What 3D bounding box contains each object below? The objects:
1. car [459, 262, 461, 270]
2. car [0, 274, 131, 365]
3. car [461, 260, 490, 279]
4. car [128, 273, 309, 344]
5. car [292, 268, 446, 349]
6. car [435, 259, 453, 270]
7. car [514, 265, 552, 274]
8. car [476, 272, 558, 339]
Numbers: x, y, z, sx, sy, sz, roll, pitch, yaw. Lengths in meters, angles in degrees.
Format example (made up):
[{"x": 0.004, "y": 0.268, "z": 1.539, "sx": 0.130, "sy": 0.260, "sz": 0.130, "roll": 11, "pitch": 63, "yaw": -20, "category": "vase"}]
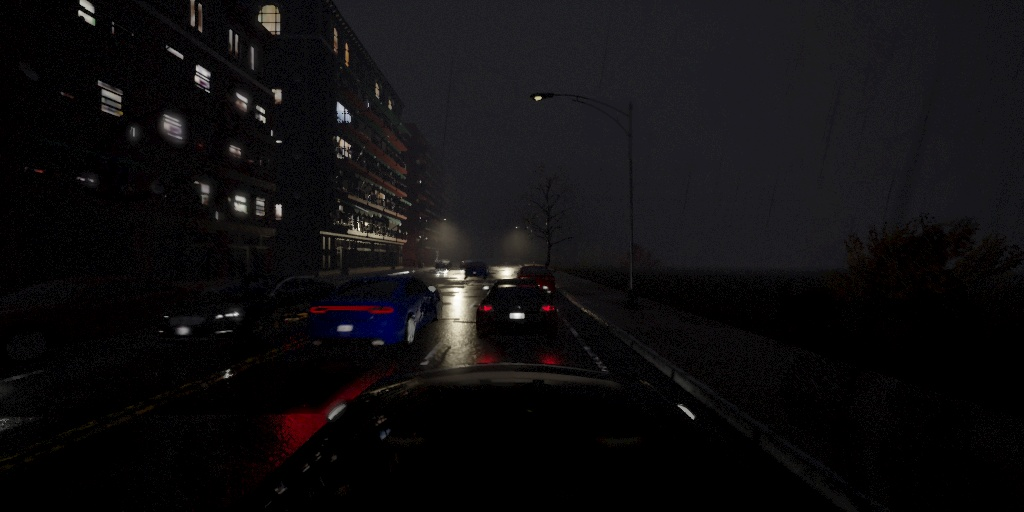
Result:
[{"x": -6.548, "y": 1.315, "z": 52.617, "sx": 1.994, "sy": 1.385, "sz": 4.181, "roll": 0, "pitch": 0, "yaw": 0, "category": "car"}, {"x": -9.844, "y": 1.229, "z": 8.222, "sx": 1.882, "sy": 1.535, "sz": 5.008, "roll": 0, "pitch": 0, "yaw": 0, "category": "car"}, {"x": -3.122, "y": 1.230, "z": 32.490, "sx": 1.882, "sy": 1.535, "sz": 5.008, "roll": 0, "pitch": 0, "yaw": 0, "category": "car"}, {"x": -6.593, "y": 1.243, "z": 9.648, "sx": 2.128, "sy": 1.511, "sz": 4.902, "roll": 0, "pitch": 0, "yaw": 0, "category": "car"}, {"x": -3.144, "y": 1.229, "z": 9.231, "sx": 1.882, "sy": 1.535, "sz": 5.008, "roll": 0, "pitch": 0, "yaw": 0, "category": "car"}, {"x": -9.799, "y": 1.242, "z": 51.818, "sx": 2.128, "sy": 1.511, "sz": 4.902, "roll": 0, "pitch": 0, "yaw": 0, "category": "car"}, {"x": 1.153, "y": 1.230, "z": 18.992, "sx": 1.882, "sy": 1.535, "sz": 5.008, "roll": 0, "pitch": 0, "yaw": 0, "category": "car"}, {"x": 0.109, "y": 1.315, "z": 10.072, "sx": 1.994, "sy": 1.385, "sz": 4.181, "roll": 0, "pitch": 0, "yaw": 0, "category": "car"}]
